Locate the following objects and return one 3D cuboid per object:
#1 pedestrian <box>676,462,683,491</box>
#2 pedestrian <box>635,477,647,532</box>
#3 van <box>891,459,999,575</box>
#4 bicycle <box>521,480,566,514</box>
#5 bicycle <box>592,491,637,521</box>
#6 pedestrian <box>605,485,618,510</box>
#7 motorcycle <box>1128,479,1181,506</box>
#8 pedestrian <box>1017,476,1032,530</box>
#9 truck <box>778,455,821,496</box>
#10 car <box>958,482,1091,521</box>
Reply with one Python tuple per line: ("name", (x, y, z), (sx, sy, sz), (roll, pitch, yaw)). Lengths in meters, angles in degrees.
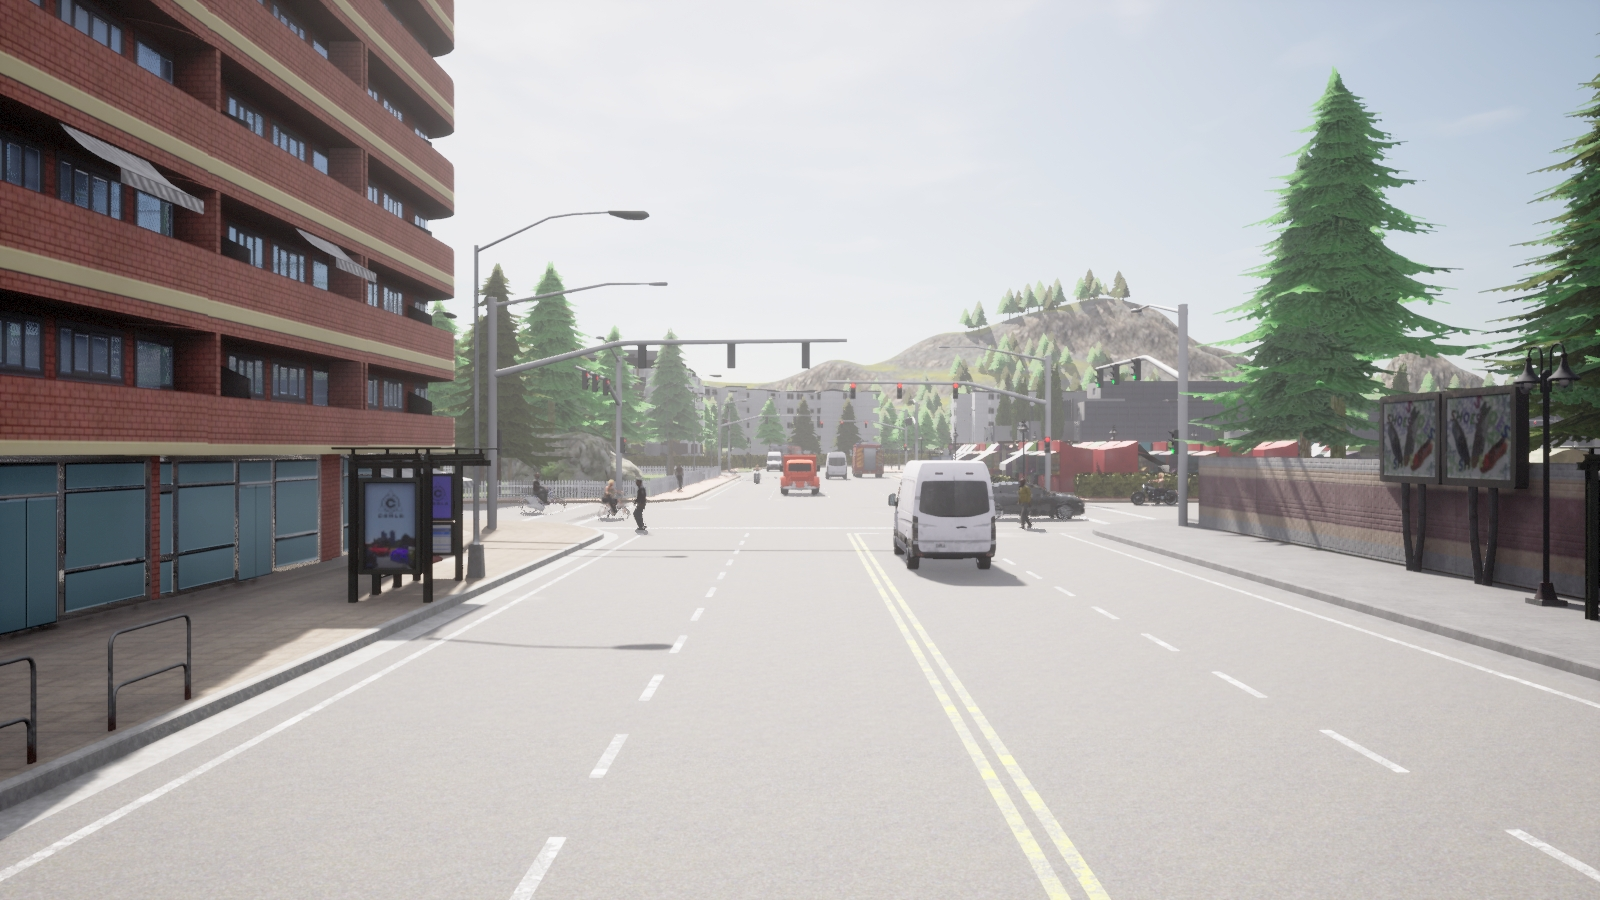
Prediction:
("pedestrian", (-7.742, 1.701, 73.455), (0.375, 1.860, 0.375), (0, 0, -1))
("pedestrian", (-5.441, 1.850, 39.115), (0.375, 1.860, 0.375), (0, 0, -13))
("van", (3.505, 1.536, 28.720), (1.988, 2.561, 5.915), (0, 0, 0))
("bicycle", (-10.987, 2.008, 48.952), (1.835, 1.471, 0.329), (0, 0, -5))
("bicycle", (-7.297, 2.187, 44.872), (1.487, 1.126, 0.859), (-2, 0, 26))
("pedestrian", (-8.644, 2.183, 52.345), (0.500, 1.100, 0.500), (0, 0, 0))
("motorcycle", (17.582, 2.102, 56.689), (2.356, 1.307, 0.764), (0, 0, 0))
("pedestrian", (7.869, 1.851, 40.059), (0.375, 1.860, 0.375), (0, 0, -24))
("truck", (-0.006, 1.572, 72.542), (2.627, 2.467, 5.204), (0, 0, 0))
("car", (8.992, 2.059, 46.114), (4.892, 1.480, 2.231), (0, 0, -1))
